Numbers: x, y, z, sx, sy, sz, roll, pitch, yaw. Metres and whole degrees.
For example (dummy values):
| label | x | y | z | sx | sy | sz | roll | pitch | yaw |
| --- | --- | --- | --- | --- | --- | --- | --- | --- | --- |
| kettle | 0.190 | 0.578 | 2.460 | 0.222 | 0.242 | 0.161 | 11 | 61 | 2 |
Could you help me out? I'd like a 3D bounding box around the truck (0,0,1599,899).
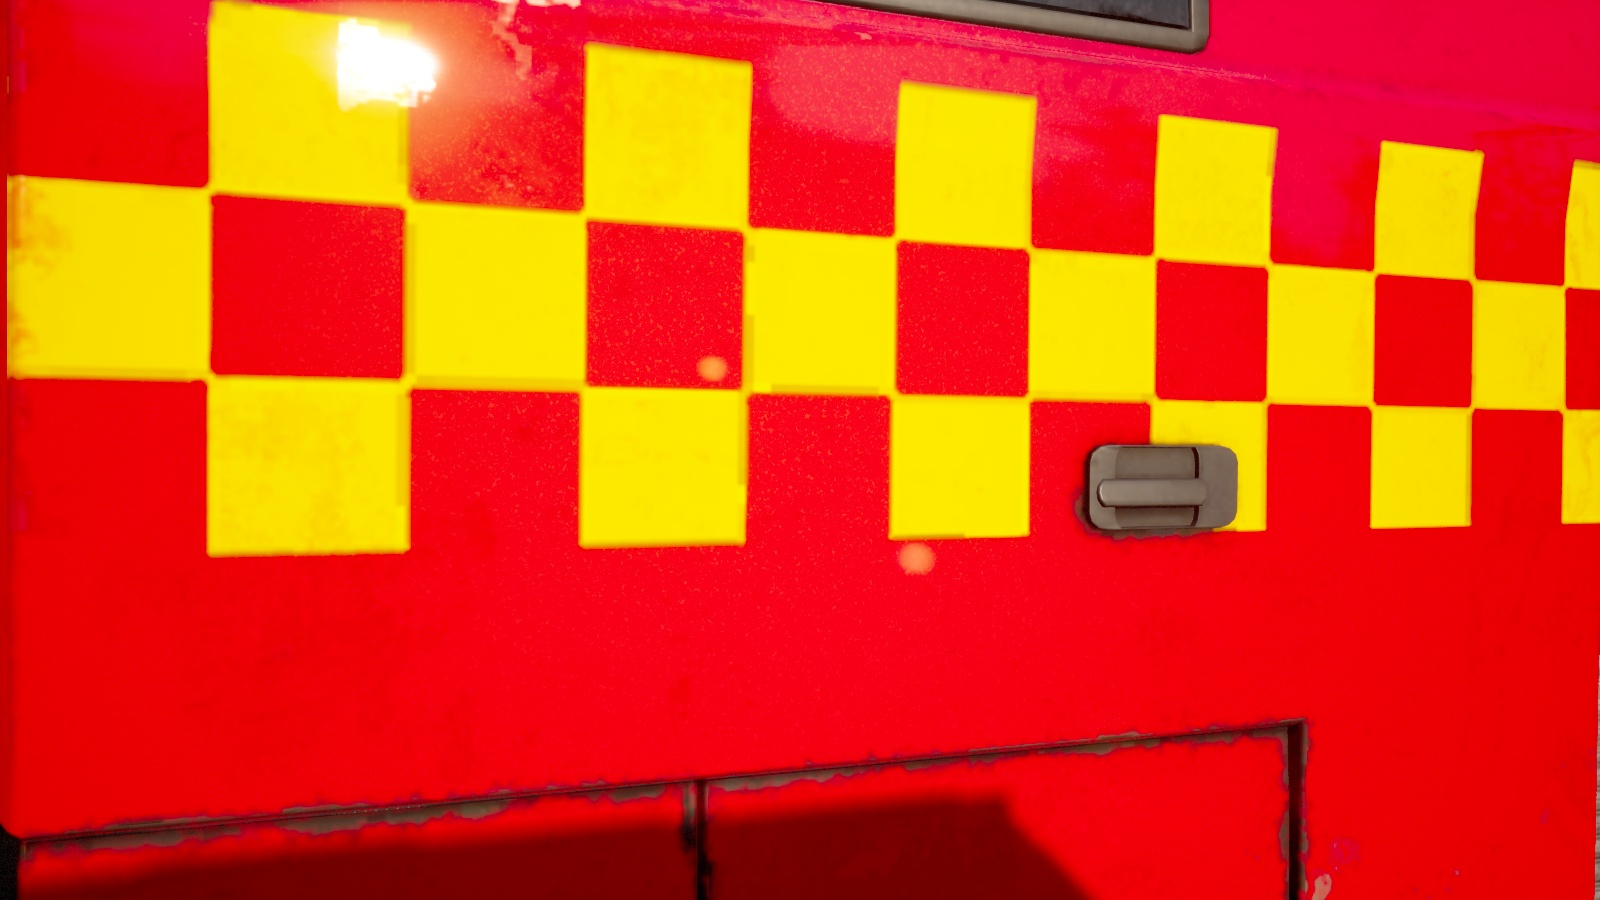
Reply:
| label | x | y | z | sx | sy | sz | roll | pitch | yaw |
| --- | --- | --- | --- | --- | --- | --- | --- | --- | --- |
| truck | 0.048 | -0.420 | 3.242 | 8.468 | 3.827 | 2.891 | -1 | 1 | -21 |
